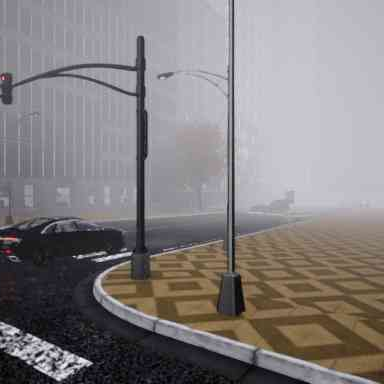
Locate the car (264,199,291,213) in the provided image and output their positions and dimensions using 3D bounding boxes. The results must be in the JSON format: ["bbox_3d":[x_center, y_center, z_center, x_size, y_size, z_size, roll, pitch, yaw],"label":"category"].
[{"bbox_3d":[13.788,2.153,52.244,2.150,2.045,5.566,0,-1,33],"label":"car"}]

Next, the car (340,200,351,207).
[{"bbox_3d":[39.557,3.200,86.110,2.033,1.411,5.357,0,-1,33],"label":"car"}]

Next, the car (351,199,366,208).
[{"bbox_3d":[42.287,3.142,84.346,1.882,1.535,5.008,0,-1,33],"label":"car"}]

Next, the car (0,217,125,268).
[{"bbox_3d":[-4.517,1.648,11.969,2.128,1.511,4.902,0,-1,33],"label":"car"}]

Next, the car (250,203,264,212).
[{"bbox_3d":[11.072,2.492,54.029,1.994,1.385,4.181,0,-1,33],"label":"car"}]
